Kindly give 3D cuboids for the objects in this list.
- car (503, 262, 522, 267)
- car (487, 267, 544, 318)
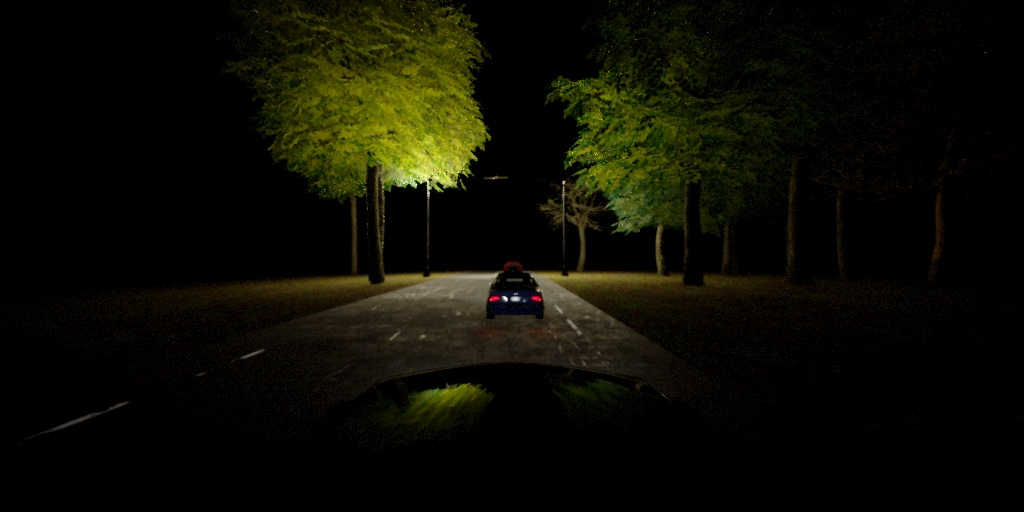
[{"bbox_3d":[0.087,1.405,38.714,1.882,1.535,5.008,0,-1,0],"label":"car"},{"bbox_3d":[0.096,1.291,12.834,2.033,1.411,5.357,0,0,0],"label":"car"}]
